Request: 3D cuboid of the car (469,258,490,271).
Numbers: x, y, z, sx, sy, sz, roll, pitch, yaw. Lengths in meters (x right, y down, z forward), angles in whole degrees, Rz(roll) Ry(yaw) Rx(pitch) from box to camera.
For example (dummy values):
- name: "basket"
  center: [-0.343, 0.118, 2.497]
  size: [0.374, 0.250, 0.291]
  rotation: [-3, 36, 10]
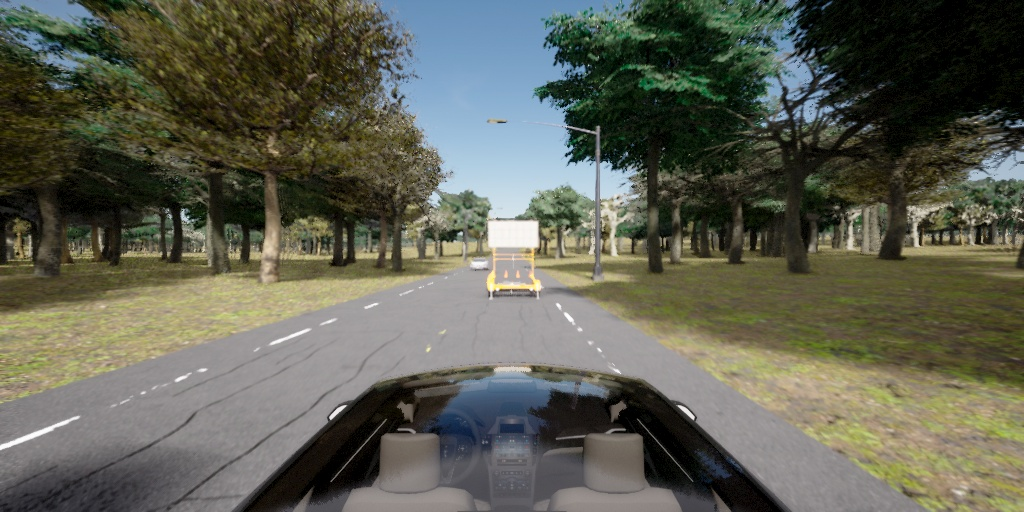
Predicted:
- name: "car"
  center: [-3.583, 0.903, 40.174]
  size: [1.812, 1.442, 4.674]
  rotation: [0, 0, 0]

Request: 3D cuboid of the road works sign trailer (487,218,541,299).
- name: "road works sign trailer"
  center: [0.063, 0.050, 16.789]
  size: [2.380, 3.560, 2.880]
  rotation: [0, 0, -2]
